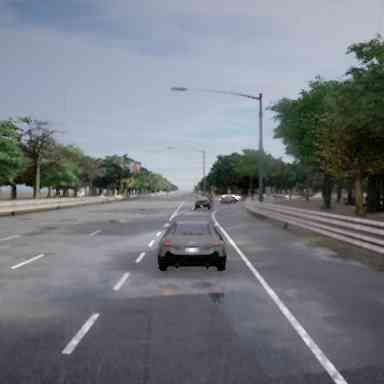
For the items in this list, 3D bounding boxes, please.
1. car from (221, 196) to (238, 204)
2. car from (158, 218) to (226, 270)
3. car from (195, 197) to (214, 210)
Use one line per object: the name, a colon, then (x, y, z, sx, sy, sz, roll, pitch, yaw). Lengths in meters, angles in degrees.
car: (6.520, 1.407, 57.724, 2.033, 1.411, 5.357, 0, 0, 23)
car: (0.003, 1.540, 10.999, 1.994, 1.385, 4.181, 0, 0, 0)
car: (1.569, 1.408, 40.846, 1.837, 1.490, 4.892, -1, 0, 11)
